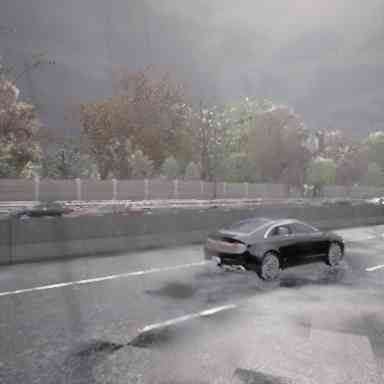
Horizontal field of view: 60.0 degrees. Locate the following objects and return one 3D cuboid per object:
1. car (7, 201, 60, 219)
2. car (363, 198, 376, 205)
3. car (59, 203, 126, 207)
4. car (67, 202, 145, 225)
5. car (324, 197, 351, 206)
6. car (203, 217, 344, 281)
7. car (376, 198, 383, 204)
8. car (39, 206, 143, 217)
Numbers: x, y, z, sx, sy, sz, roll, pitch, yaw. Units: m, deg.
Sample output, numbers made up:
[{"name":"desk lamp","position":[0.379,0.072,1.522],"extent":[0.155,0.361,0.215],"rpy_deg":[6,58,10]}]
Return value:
[{"name":"car","position":[-11.584,1.515,25.823],"extent":[4.892,1.490,1.837],"rpy_deg":[0,0,-35]},{"name":"car","position":[27.560,1.649,49.389],"extent":[5.357,1.411,2.033],"rpy_deg":[0,0,-35]},{"name":"car","position":[-5.579,1.492,21.508],"extent":[5.008,1.535,1.882],"rpy_deg":[0,0,-35]},{"name":"car","position":[-6.428,1.564,25.203],"extent":[5.357,1.411,2.033],"rpy_deg":[0,0,-35]},{"name":"car","position":[21.593,1.568,49.446],"extent":[5.008,1.535,1.882],"rpy_deg":[0,0,-35]},{"name":"car","position":[2.586,1.505,9.886],"extent":[4.902,1.511,2.128],"rpy_deg":[0,0,-35]},{"name":"car","position":[27.503,1.573,45.065],"extent":[5.008,1.535,1.882],"rpy_deg":[0,0,-35]},{"name":"car","position":[-5.158,1.611,17.509],"extent":[4.718,1.301,1.895],"rpy_deg":[0,0,-35]}]
